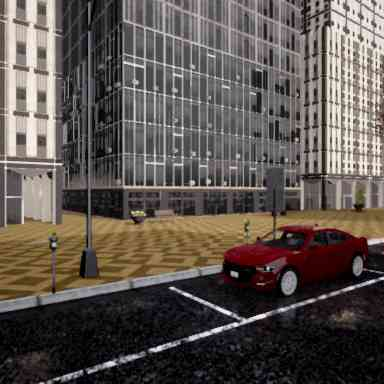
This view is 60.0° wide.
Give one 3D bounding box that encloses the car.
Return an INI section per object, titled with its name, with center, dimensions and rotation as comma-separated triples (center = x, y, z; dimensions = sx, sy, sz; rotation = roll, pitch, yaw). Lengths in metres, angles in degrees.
[car]
center = 2.751, 1.540, 8.528
dimensions = 4.507, 1.381, 1.887
rotation = 0, 0, -36
